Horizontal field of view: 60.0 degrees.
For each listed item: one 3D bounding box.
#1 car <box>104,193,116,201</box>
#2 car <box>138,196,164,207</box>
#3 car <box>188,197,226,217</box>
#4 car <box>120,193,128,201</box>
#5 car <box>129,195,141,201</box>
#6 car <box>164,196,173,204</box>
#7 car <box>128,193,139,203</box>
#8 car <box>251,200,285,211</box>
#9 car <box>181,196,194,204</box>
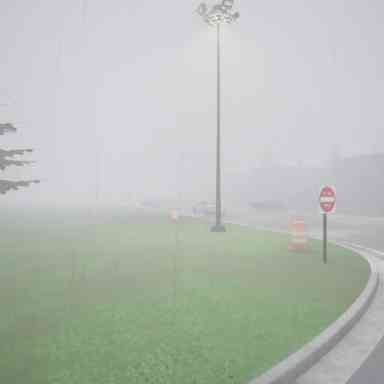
[{"bbox_3d":[-19.676,1.525,80.643,2.128,1.511,4.902,0,0,-23],"label":"car"},{"bbox_3d":[-6.160,1.564,49.799,1.994,1.385,4.181,0,0,-24],"label":"car"},{"bbox_3d":[1.607,1.525,31.937,1.812,1.442,4.674,0,0,-23],"label":"car"},{"bbox_3d":[-15.820,1.225,80.552,2.150,2.045,5.566,0,0,-23],"label":"car"},{"bbox_3d":[-15.072,1.595,87.609,1.895,1.301,4.718,0,0,-23],"label":"car"},{"bbox_3d":[-5.043,1.526,64.538,1.812,1.442,4.674,0,0,-23],"label":"car"},{"bbox_3d":[-11.685,1.478,71.039,1.882,1.535,5.008,0,0,-23],"label":"car"},{"bbox_3d":[9.202,1.601,40.799,1.895,1.301,4.718,0,0,-23],"label":"car"},{"bbox_3d":[-0.489,1.477,63.093,1.882,1.535,5.008,0,0,-23],"label":"car"}]
